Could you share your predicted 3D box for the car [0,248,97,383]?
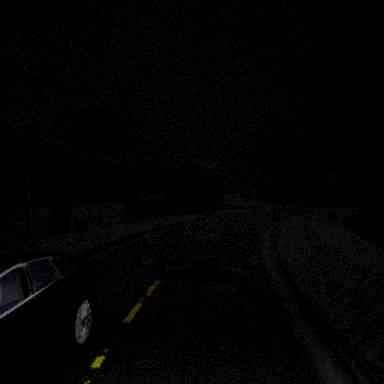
[{"bbox_3d":[-2.543,1.468,3.480,2.128,1.511,4.902,0,0,4],"label":"car"}]
